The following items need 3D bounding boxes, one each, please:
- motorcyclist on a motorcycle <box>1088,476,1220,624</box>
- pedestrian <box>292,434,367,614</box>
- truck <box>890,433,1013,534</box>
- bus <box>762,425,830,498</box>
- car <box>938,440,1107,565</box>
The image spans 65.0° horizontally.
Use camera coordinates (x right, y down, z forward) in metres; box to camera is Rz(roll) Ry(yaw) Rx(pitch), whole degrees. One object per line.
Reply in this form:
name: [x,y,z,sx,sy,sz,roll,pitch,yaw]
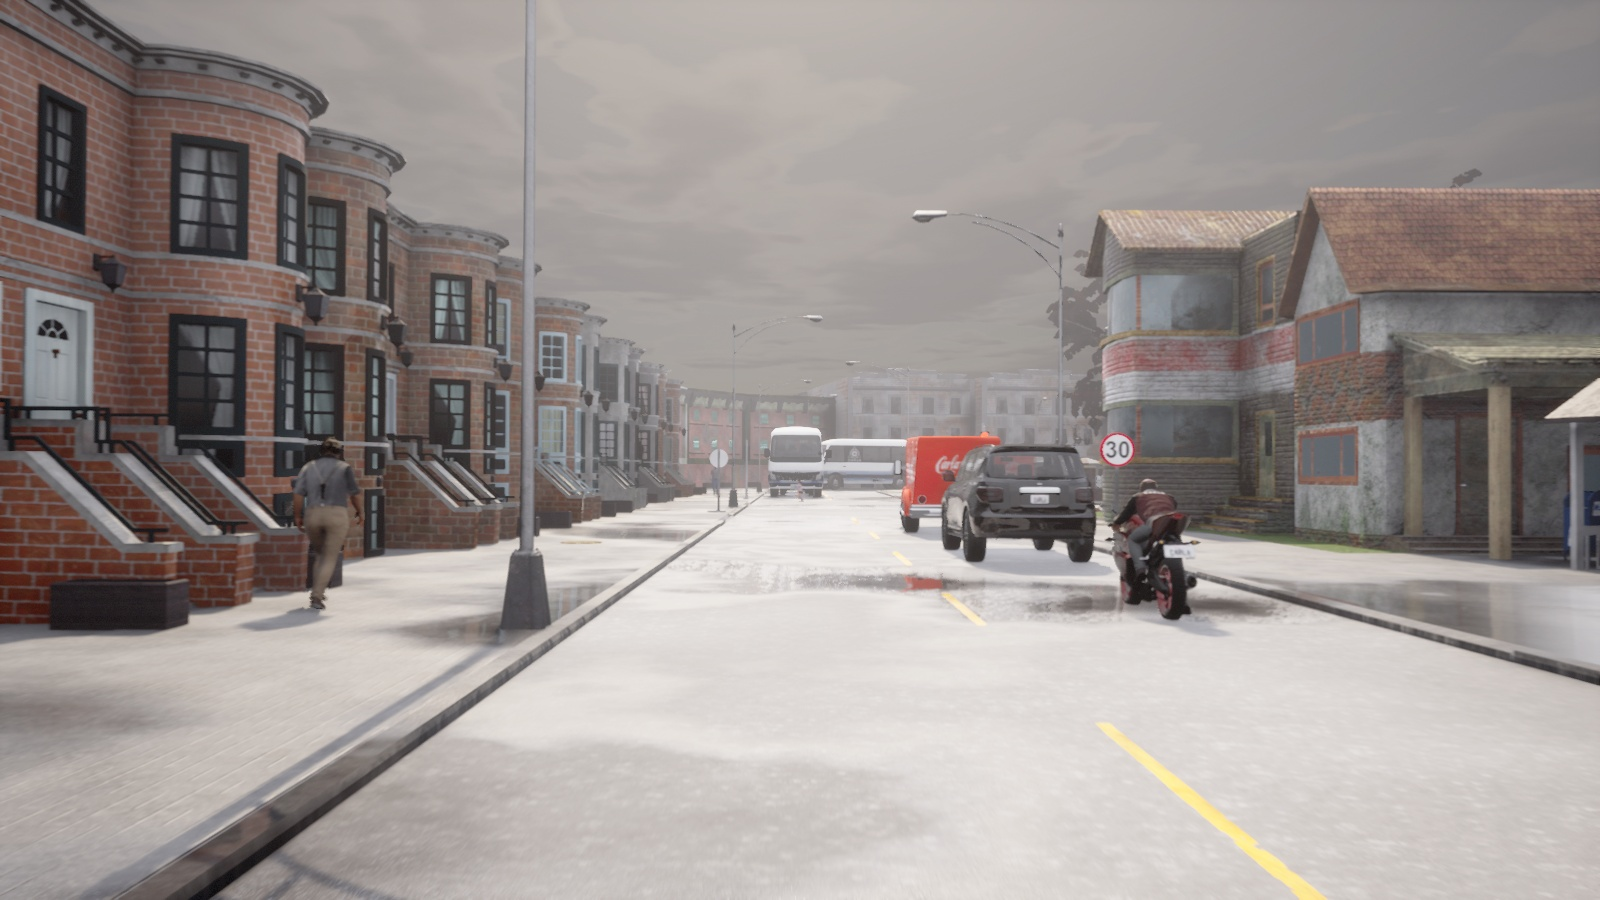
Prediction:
motorcyclist on a motorcycle: [3.967,1.073,14.263,0.866,1.530,2.191,0,-1,0]
pedestrian: [-4.959,0.766,13.258,0.540,1.848,0.694,0,-1,-2]
truck: [3.915,0.872,33.448,2.627,2.467,5.204,0,-1,0]
bus: [-0.204,0.750,78.337,3.944,4.253,10.273,0,-1,0]
car: [3.943,0.908,23.334,2.150,2.045,5.566,0,-1,0]
